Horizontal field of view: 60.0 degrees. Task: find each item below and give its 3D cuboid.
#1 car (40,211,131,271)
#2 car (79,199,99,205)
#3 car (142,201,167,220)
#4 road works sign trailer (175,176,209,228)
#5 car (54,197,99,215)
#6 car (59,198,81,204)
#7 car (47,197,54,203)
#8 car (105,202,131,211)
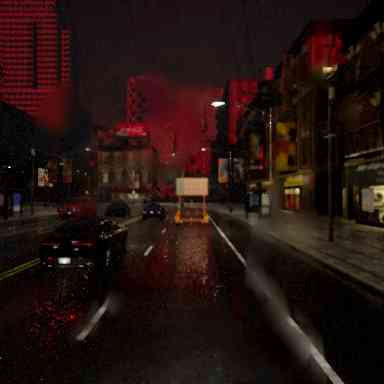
[{"bbox_3d":[-3.402,1.604,11.292,1.837,1.490,4.892,0,0,0],"label":"car"},{"bbox_3d":[-23.965,2.268,77.397,4.718,1.301,1.895,0,-1,30],"label":"car"},{"bbox_3d":[-3.405,1.816,30.751,2.033,1.411,5.357,0,0,0],"label":"car"},{"bbox_3d":[-0.004,0.674,24.047,2.380,3.560,2.880,0,0,0],"label":"road works sign trailer"},{"bbox_3d":[-10.614,1.497,31.513,2.150,2.045,5.566,0,-1,0],"label":"car"},{"bbox_3d":[-29.269,2.213,79.567,4.674,1.452,2.002,0,-1,20],"label":"car"},{"bbox_3d":[-27.338,1.682,67.711,5.008,1.535,1.882,0,-1,27],"label":"car"},{"bbox_3d":[-7.207,1.762,32.655,1.882,1.535,5.008,0,-1,-1],"label":"car"}]
